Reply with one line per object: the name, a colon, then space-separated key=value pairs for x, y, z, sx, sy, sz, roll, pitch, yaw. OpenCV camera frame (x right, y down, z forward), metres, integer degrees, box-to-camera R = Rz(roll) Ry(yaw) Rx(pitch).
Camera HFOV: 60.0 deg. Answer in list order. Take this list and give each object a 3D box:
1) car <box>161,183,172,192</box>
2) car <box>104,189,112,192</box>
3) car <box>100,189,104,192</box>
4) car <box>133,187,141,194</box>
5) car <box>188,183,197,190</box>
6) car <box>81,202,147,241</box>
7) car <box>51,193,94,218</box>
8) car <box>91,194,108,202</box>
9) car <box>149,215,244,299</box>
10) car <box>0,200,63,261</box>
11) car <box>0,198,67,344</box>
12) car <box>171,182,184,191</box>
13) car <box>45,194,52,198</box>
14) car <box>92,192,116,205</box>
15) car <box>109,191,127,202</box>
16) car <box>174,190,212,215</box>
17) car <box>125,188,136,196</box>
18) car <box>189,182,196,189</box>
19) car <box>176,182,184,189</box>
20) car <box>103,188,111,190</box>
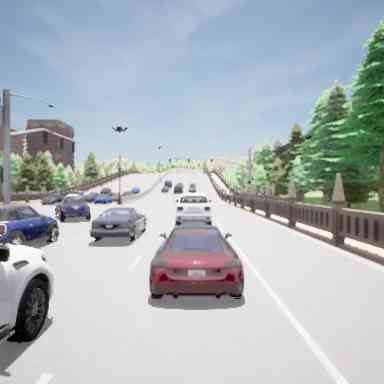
car: x=-6.884 y=-0.748 z=85.267 sx=2.033 sy=1.411 sz=5.357 roll=0 pitch=7 yaw=0
car: x=-17.455 y=0.575 z=72.873 sx=1.895 sy=1.301 sz=4.718 roll=0 pitch=4 yaw=0
car: x=-20.969 y=0.688 z=70.563 sx=2.033 sy=1.411 sz=5.357 roll=0 pitch=4 yaw=0
car: x=-13.903 y=-0.432 z=82.045 sx=1.882 sy=1.535 sz=5.008 roll=0 pitch=6 yaw=0
car: x=0.104 y=-0.509 z=83.061 sx=2.128 sy=1.511 sz=4.902 roll=0 pitch=7 yaw=0
car: x=-3.397 y=1.452 z=16.176 sx=2.033 sy=1.411 sz=5.357 roll=0 pitch=0 yaw=0
car: x=-9.379 y=1.200 z=25.842 sx=2.097 sy=1.767 sz=4.553 roll=0 pitch=1 yaw=-28
car: x=-17.493 y=1.130 z=62.933 sx=1.895 sy=1.301 sz=4.718 roll=0 pitch=2 yaw=0
car: x=0.099 y=1.514 z=8.389 sx=1.994 sy=1.385 sz=4.181 roll=0 pitch=0 yaw=0
car: x=-6.898 y=1.276 z=12.771 sx=2.097 sy=1.767 sz=4.553 roll=0 pitch=0 yaw=0
car: x=-3.401 y=1.203 z=3.232 sx=2.150 sy=2.045 sz=5.566 roll=0 pitch=1 yaw=0
car: x=-3.399 y=-0.766 z=82.659 sx=2.150 sy=2.045 sz=5.566 roll=0 pitch=7 yaw=0
car: x=-21.121 y=1.053 z=50.891 sx=2.097 sy=1.767 sz=4.553 roll=0 pitch=0 yaw=2
car: x=-14.058 y=1.162 z=52.745 sx=1.882 sy=1.535 sz=5.008 roll=0 pitch=0 yaw=0
car: x=-14.011 y=1.085 z=62.053 sx=1.812 sy=1.442 sz=4.674 roll=0 pitch=2 yaw=0
car: x=0.102 y=1.096 z=21.752 sx=2.150 sy=2.045 sz=5.566 roll=0 pitch=1 yaw=0
car: x=-13.961 y=0.522 z=71.924 sx=1.882 sy=1.535 sz=5.008 roll=0 pitch=4 yaw=0
car: x=0.161 y=-1.892 z=93.070 sx=2.033 sy=1.411 sz=5.357 roll=0 pitch=8 yaw=0
car: x=-3.339 y=-1.931 z=93.084 sx=1.837 sy=1.490 sz=4.892 roll=0 pitch=8 yaw=0
car: x=-20.909 y=-0.294 z=80.897 sx=1.882 sy=1.535 sz=5.008 roll=0 pitch=6 yaw=0
